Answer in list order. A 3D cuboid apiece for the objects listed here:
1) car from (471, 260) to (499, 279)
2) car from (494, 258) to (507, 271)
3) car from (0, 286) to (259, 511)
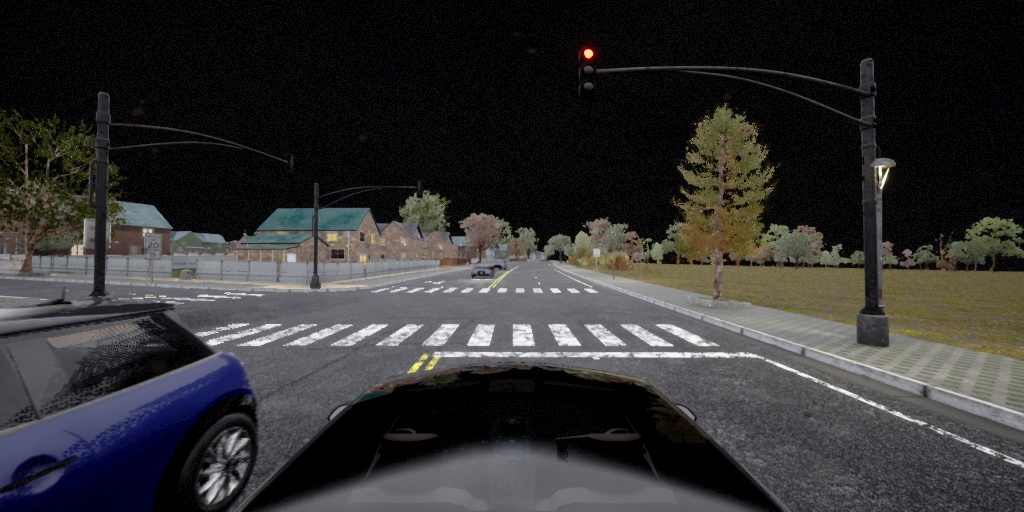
[{"bbox_3d":[-2.628,1.354,33.508,1.994,1.385,4.181,0,0,2],"label":"car"},{"bbox_3d":[-1.868,1.161,50.108,2.097,1.767,4.553,0,0,3],"label":"car"},{"bbox_3d":[-3.242,1.100,1.171,2.097,1.767,4.553,0,0,0],"label":"car"}]
